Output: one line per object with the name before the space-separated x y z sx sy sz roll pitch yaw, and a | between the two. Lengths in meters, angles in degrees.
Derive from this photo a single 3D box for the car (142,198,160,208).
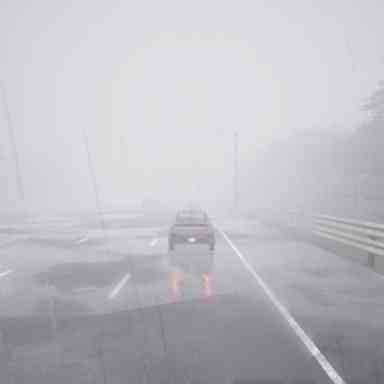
car | -7.006 1.708 55.449 2.097 1.767 4.553 0 0 0

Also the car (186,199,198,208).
car | -0.012 1.893 55.083 1.994 1.385 4.181 0 0 0

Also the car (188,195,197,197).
car | 0.034 1.625 64.192 2.150 2.045 5.566 0 0 1

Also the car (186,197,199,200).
car | -0.001 1.835 50.251 2.033 1.411 5.357 0 -1 0

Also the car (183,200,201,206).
car | -0.002 1.792 35.418 1.895 1.301 4.718 0 0 0

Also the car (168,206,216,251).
car | -0.001 1.559 14.566 2.128 1.511 4.902 0 0 0

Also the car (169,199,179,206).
car | -3.464 1.959 64.250 2.033 1.411 5.357 0 0 1

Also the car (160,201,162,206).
car | -6.964 2.036 64.262 1.895 1.301 4.718 0 -1 1
